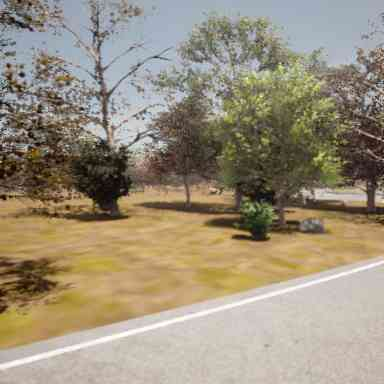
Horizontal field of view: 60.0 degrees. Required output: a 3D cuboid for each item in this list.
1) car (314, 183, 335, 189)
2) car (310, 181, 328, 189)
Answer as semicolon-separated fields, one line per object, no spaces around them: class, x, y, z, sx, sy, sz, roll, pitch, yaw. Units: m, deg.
car;30.160;-1.468;74.418;5.357;1.411;2.033;-7;4;-40
car;29.852;-1.632;78.224;4.181;1.385;1.994;-6;4;-36
